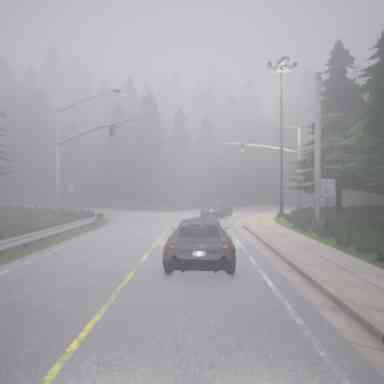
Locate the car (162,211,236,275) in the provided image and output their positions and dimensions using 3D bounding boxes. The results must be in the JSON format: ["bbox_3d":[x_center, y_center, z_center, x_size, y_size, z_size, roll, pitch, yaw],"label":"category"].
[{"bbox_3d":[0.235,1.493,10.306,1.994,1.385,4.181,0,0,2],"label":"car"}]

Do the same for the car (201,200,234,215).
[{"bbox_3d":[2.146,1.379,27.515,1.994,1.385,4.181,0,0,19],"label":"car"}]
